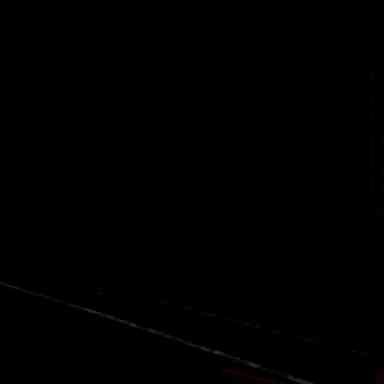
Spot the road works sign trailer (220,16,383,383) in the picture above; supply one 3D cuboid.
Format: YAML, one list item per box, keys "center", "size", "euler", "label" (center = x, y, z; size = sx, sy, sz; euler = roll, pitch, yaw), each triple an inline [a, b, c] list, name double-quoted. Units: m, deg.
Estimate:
- center: [1.626, 0.646, 3.007]
  size: [2.880, 3.560, 2.380]
  euler: [0, -3, 26]
  label: "road works sign trailer"
